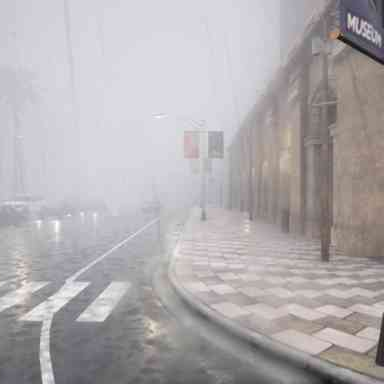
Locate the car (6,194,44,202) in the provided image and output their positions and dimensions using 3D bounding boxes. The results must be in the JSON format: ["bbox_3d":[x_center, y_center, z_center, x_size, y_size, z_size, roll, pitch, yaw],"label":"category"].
[{"bbox_3d":[-15.157,1.218,30.017,2.150,2.045,5.566,0,0,1],"label":"car"}]

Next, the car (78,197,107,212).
[{"bbox_3d":[-11.424,1.522,39.085,1.812,1.442,4.674,0,0,1],"label":"car"}]

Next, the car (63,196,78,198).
[{"bbox_3d":[-14.895,1.348,40.338,2.097,1.767,4.553,0,0,2],"label":"car"}]

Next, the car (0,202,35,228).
[{"bbox_3d":[-11.840,1.545,19.772,2.033,1.411,5.357,0,0,1],"label":"car"}]

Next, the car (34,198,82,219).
[{"bbox_3d":[-11.669,1.523,29.199,1.812,1.442,4.674,0,0,1],"label":"car"}]

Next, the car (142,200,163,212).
[{"bbox_3d":[-4.386,1.601,37.977,1.895,1.301,4.718,0,0,1],"label":"car"}]
